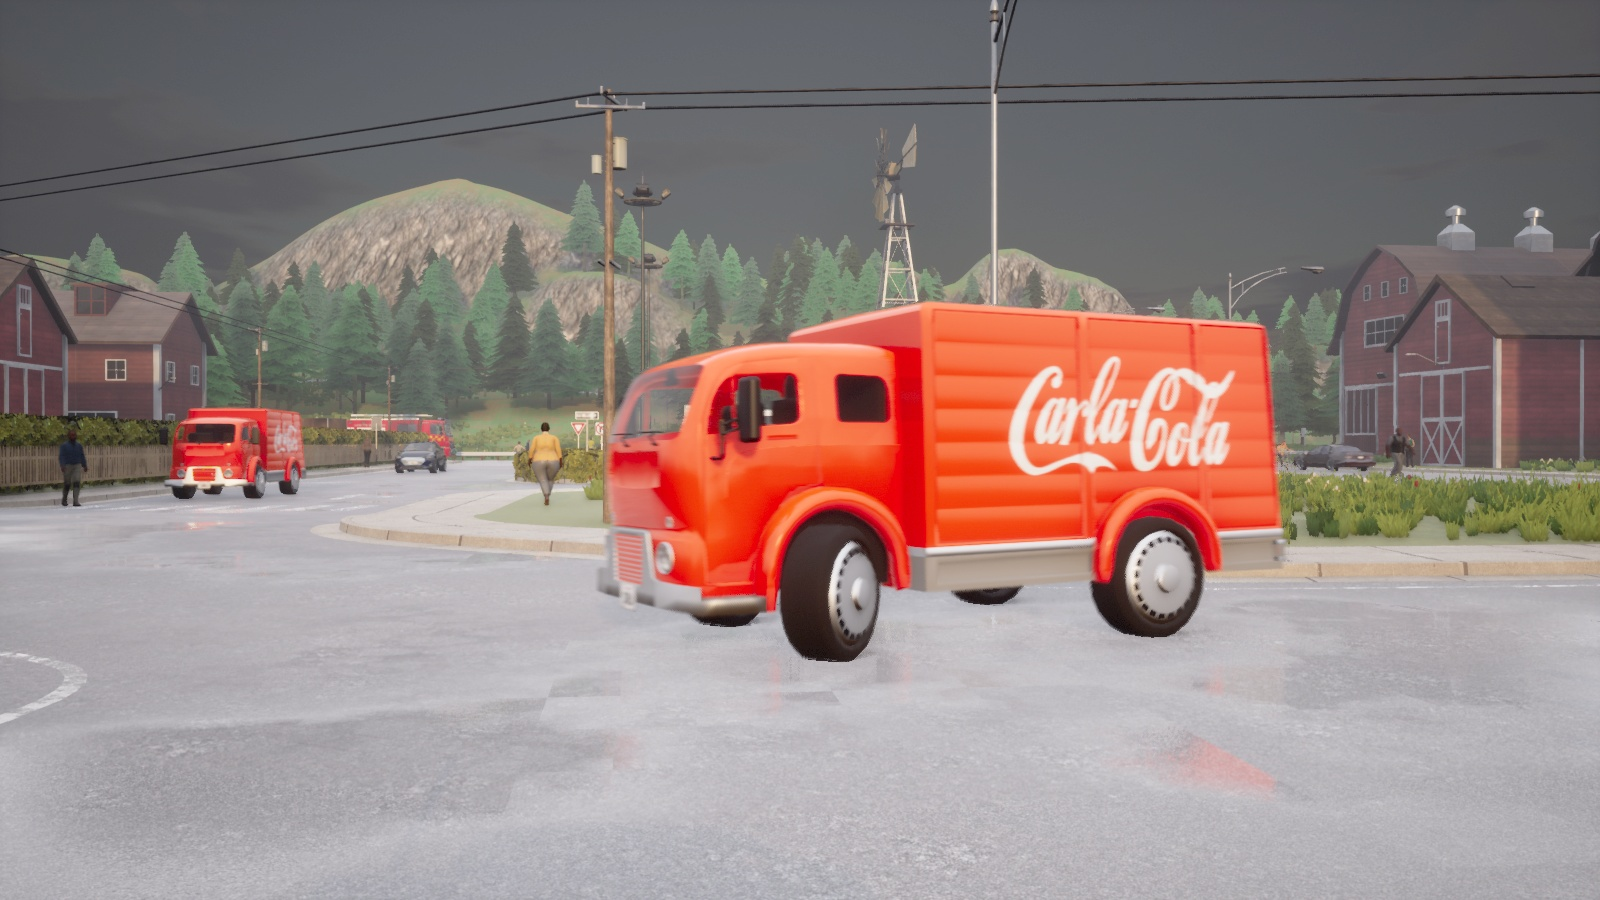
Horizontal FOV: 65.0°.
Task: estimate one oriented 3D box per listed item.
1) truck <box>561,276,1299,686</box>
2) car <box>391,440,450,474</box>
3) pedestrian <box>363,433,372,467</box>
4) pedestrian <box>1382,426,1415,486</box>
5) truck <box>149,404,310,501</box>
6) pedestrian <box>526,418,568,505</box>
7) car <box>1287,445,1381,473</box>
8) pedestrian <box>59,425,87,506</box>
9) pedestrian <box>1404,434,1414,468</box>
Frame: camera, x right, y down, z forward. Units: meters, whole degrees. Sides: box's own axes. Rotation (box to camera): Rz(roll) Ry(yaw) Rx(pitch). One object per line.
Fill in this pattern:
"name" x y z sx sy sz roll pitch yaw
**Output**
"truck" 1.047 0.184 9.949 5.204 2.467 2.627 0 -1 -28
"car" -19.096 0.304 63.320 2.033 1.649 4.856 0 0 -7
"pedestrian" -23.776 -0.007 68.989 0.331 1.846 0.634 0 0 -7
"pedestrian" 19.150 0.190 40.181 0.563 1.883 0.849 0 0 -8
"truck" -15.724 0.049 35.004 2.627 2.467 5.204 0 0 -7
"pedestrian" -5.506 0.240 27.281 0.874 1.855 0.900 0 0 -13
"car" 27.732 0.447 65.446 2.033 1.411 5.357 0 0 -8
"pedestrian" -16.877 0.354 29.139 0.726 1.835 0.370 0 0 44
"pedestrian" 32.244 0.052 66.516 0.345 1.836 0.594 0 0 11
